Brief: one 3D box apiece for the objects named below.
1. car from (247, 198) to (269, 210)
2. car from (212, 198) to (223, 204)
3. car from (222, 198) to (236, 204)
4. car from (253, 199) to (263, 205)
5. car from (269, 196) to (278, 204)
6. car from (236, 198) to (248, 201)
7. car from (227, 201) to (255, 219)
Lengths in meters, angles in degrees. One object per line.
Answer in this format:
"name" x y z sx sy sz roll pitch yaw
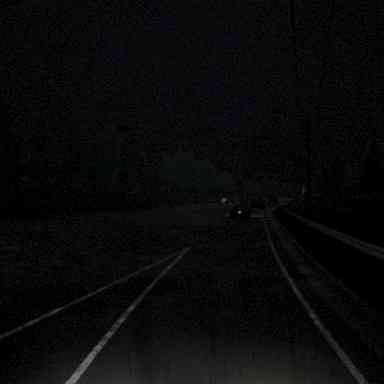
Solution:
"car" 10.628 1.928 53.390 2.097 1.767 4.553 0 -1 17
"car" 6.492 2.374 86.921 1.837 1.490 4.892 0 -1 18
"car" 9.953 2.439 86.254 1.994 1.385 4.181 0 -1 18
"car" 16.612 2.450 84.097 1.994 1.385 4.181 0 -1 18
"car" 21.233 2.184 87.068 2.150 2.045 5.566 0 -1 18
"car" 13.161 2.387 84.795 1.837 1.490 4.892 0 -1 18
"car" 4.994 1.919 33.671 1.994 1.385 4.181 0 -1 13
